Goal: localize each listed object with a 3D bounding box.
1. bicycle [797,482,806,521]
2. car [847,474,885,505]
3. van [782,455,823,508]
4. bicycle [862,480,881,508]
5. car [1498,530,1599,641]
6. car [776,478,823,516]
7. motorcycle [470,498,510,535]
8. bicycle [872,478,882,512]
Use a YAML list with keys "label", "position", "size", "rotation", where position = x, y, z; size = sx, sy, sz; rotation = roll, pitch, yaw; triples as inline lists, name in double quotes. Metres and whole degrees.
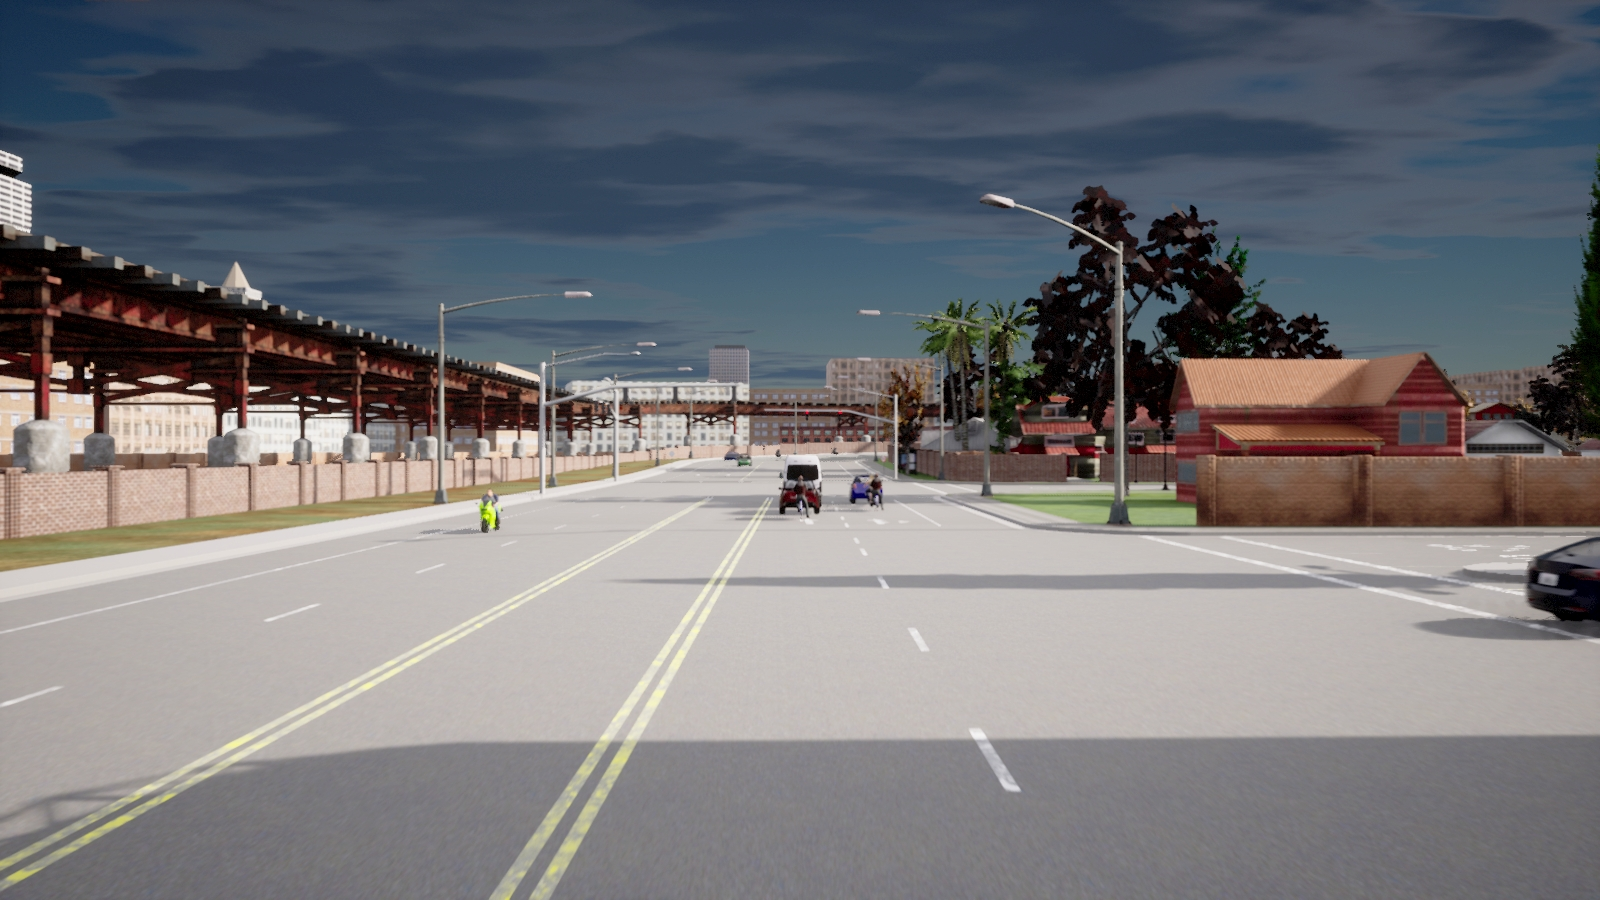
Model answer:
- label: "bicycle"
  position: [0.068, 2.066, 46.304]
  size: [0.329, 1.496, 1.835]
  rotation: [-1, 0, 0]
- label: "car"
  position: [3.488, 2.065, 60.812]
  size: [1.845, 1.501, 3.633]
  rotation: [0, 0, 0]
- label: "van"
  position: [0.089, 1.560, 58.491]
  size: [1.988, 2.561, 5.915]
  rotation: [0, 0, -1]
- label: "bicycle"
  position: [3.519, 2.170, 56.216]
  size: [0.859, 1.301, 1.487]
  rotation: [0, 0, -1]
- label: "car"
  position: [14.008, 2.071, 17.947]
  size: [4.792, 1.488, 2.163]
  rotation: [0, 0, -1]
- label: "car"
  position: [-0.019, 2.062, 51.511]
  size: [2.007, 1.525, 4.514]
  rotation: [0, 0, 0]
- label: "motorcycle"
  position: [-10.480, 2.230, 38.740]
  size: [0.803, 1.145, 2.033]
  rotation: [0, 0, 0]
- label: "bicycle"
  position: [3.528, 2.071, 52.588]
  size: [0.329, 1.496, 1.835]
  rotation: [0, 0, 0]
